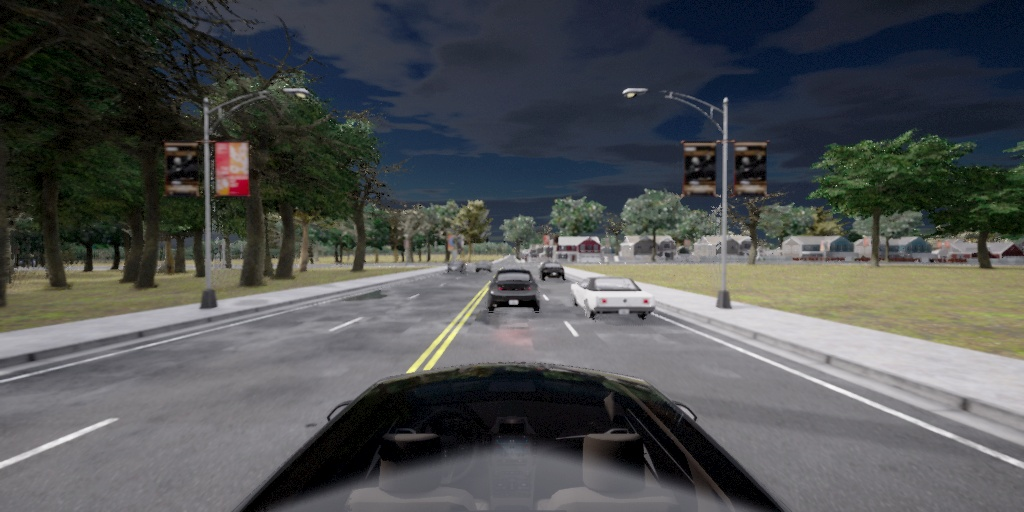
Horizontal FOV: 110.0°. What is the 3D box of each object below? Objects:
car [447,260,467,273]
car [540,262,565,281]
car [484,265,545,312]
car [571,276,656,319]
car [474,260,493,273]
[{"bbox_3d":[-6.585,1.272,43.046,2.128,1.511,4.902,0,0,0],"label":"car"},{"bbox_3d":[3.334,1.248,30.635,1.882,1.535,5.008,0,0,0],"label":"car"},{"bbox_3d":[0.073,1.263,14.127,1.837,1.490,4.892,0,0,0],"label":"car"},{"bbox_3d":[3.316,1.358,12.768,1.895,1.301,4.718,0,0,0],"label":"car"},{"bbox_3d":[-3.334,1.286,42.960,1.837,1.490,4.892,0,-1,0],"label":"car"}]
